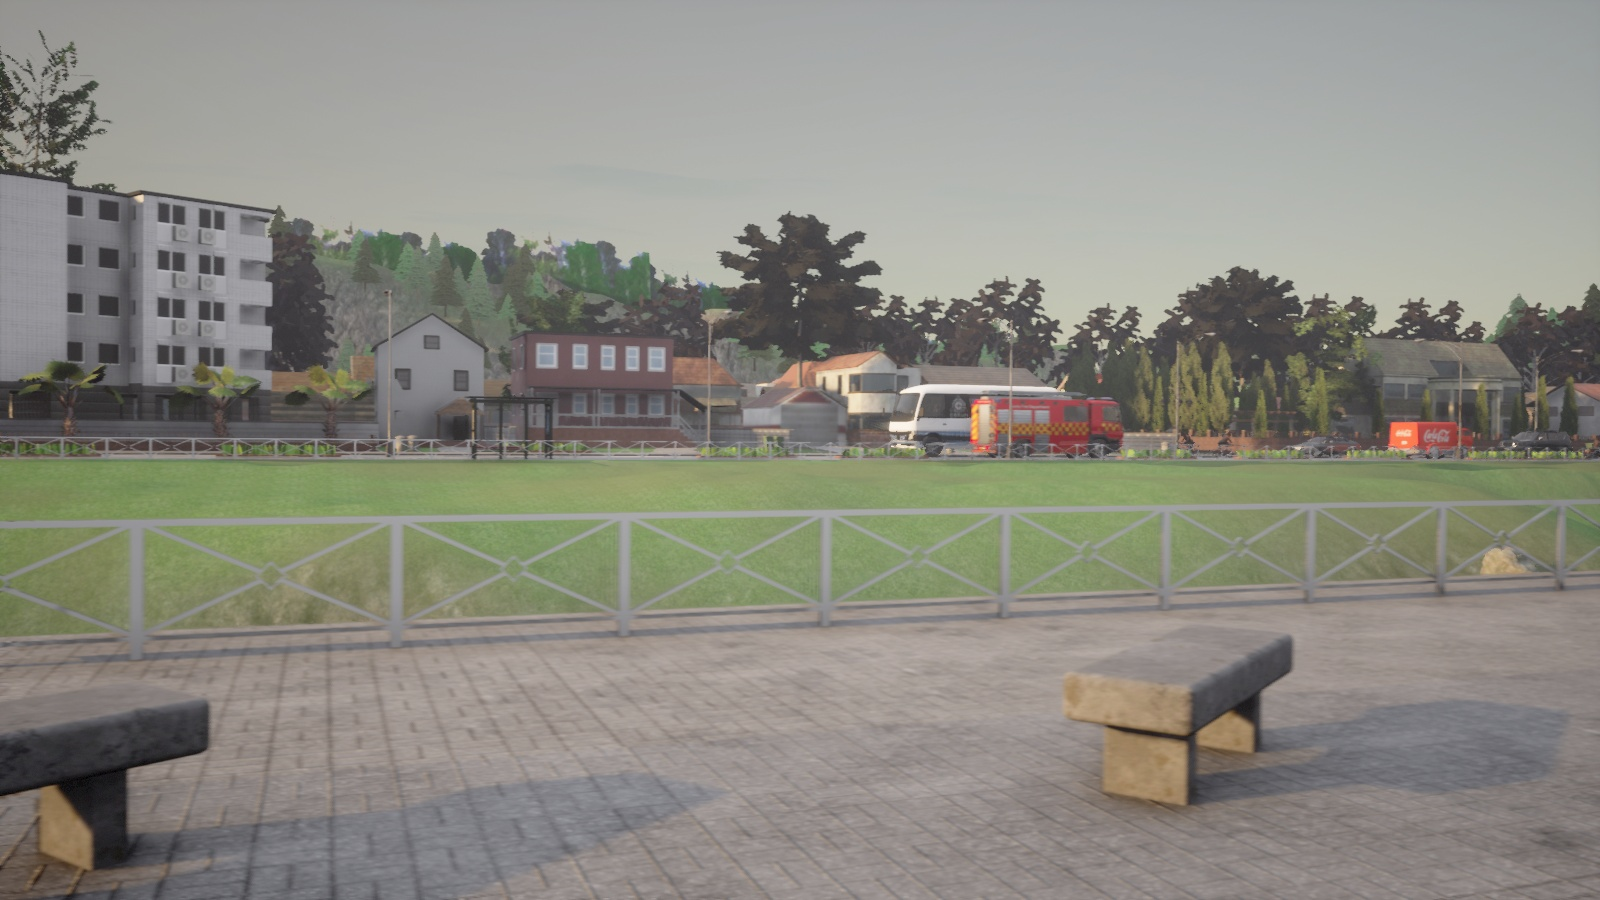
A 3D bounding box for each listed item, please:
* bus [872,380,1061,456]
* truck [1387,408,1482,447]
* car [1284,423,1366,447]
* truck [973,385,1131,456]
[{"bbox_3d":[9.718,-1.879,73.443,10.273,4.253,3.944,-1,1,-21],"label":"bus"},{"bbox_3d":[40.940,-1.450,81.022,5.204,2.467,2.627,-1,1,-21],"label":"truck"},{"bbox_3d":[34.666,-0.970,82.925,4.902,1.511,2.128,-1,1,-21],"label":"car"},{"bbox_3d":[14.250,-1.674,70.887,8.468,3.827,2.891,-1,1,-21],"label":"truck"}]
